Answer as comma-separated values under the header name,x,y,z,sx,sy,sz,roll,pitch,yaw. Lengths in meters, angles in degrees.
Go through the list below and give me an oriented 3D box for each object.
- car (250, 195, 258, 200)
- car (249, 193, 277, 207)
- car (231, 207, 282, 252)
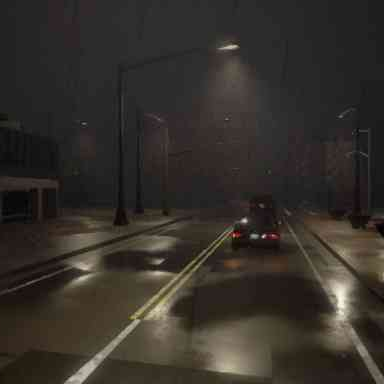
name,x,y,z,sx,sy,sz,roll,pitch,yaw
car,17.199,1.587,92.352,1.895,1.301,4.718,0,0,13
car,6.097,1.257,28.535,2.150,2.045,5.566,0,0,13
car,2.725,1.562,13.889,2.033,1.411,5.357,0,0,13
